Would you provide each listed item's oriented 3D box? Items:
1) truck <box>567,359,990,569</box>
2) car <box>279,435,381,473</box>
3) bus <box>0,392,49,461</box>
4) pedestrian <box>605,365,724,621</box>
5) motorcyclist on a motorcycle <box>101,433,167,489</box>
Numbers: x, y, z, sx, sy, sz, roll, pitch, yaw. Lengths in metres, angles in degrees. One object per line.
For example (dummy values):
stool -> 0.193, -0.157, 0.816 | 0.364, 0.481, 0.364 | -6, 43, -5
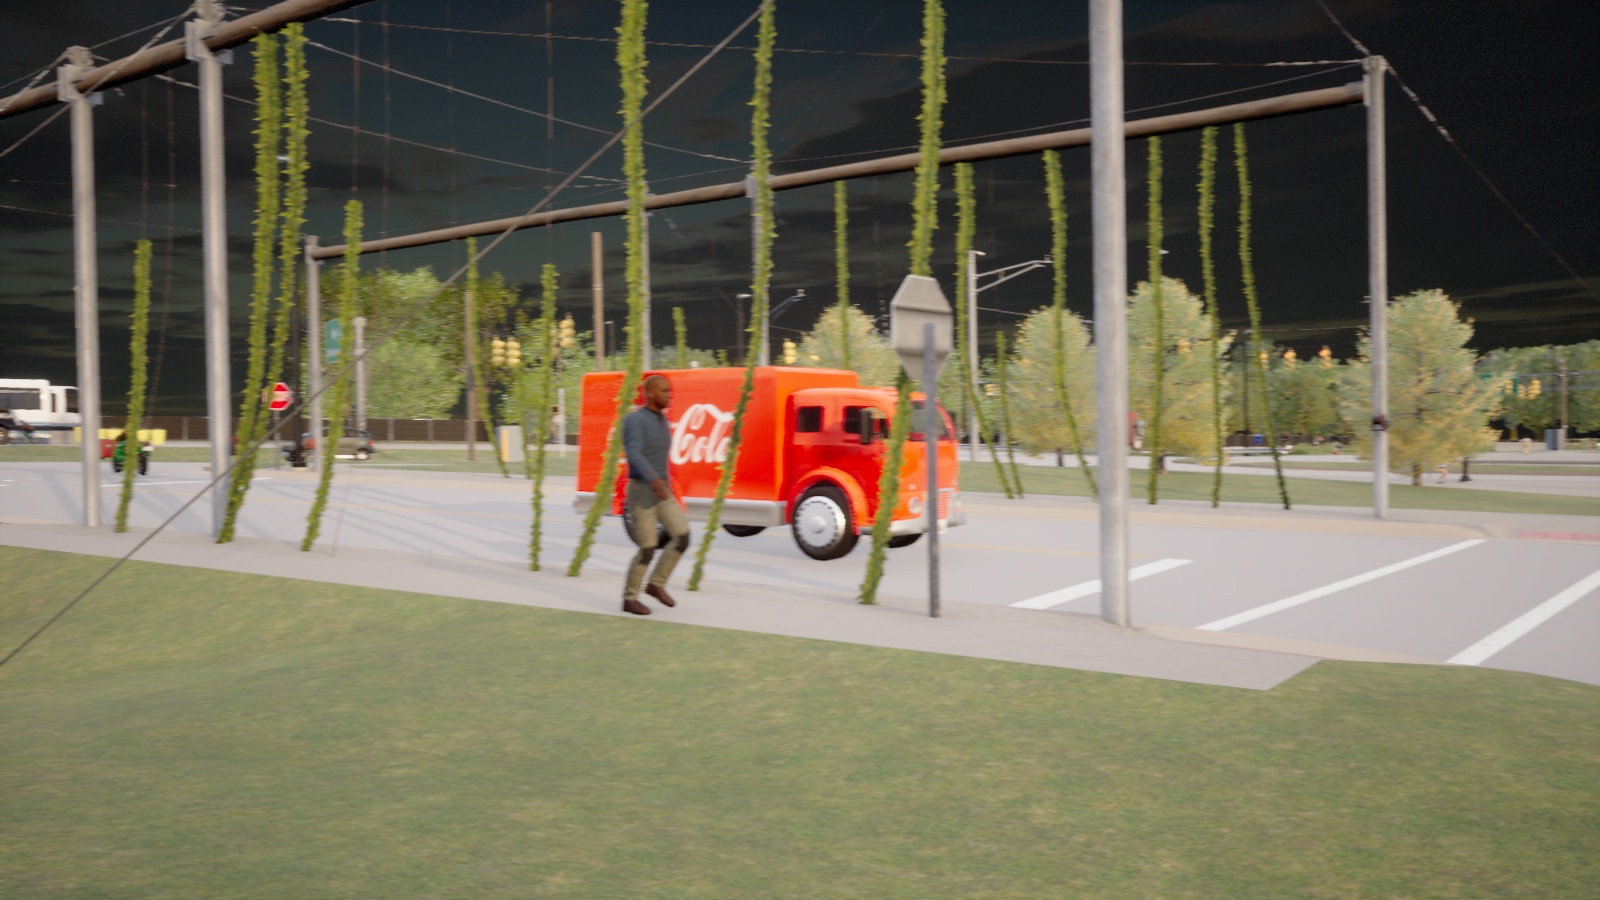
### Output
truck -> -0.342, 0.120, 17.290 | 5.204, 2.467, 2.627 | 0, 2, 33
car -> -19.784, 0.147, 52.876 | 3.705, 1.549, 1.789 | 0, 0, -32
bus -> -52.660, -1.394, 77.981 | 10.273, 4.253, 3.944 | -1, 0, -31
pedestrian -> -1.006, 0.312, 9.306 | 0.726, 1.835, 0.370 | -2, 1, 29
motorcyclist on a motorcycle -> -18.861, 0.300, 35.565 | 2.044, 1.523, 0.797 | 1, 2, 35
